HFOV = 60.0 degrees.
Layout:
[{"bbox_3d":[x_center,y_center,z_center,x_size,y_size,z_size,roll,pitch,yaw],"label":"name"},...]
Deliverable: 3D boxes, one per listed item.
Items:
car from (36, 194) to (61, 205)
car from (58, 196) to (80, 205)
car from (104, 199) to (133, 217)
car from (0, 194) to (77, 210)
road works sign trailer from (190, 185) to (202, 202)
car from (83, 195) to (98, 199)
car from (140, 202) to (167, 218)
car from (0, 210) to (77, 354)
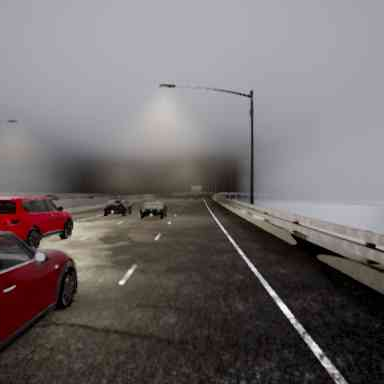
[{"bbox_3d":[-23.901,1.206,55.587,2.097,1.767,4.553,0,0,2],"label":"car"},{"bbox_3d":[-20.408,1.417,55.500,1.994,1.385,4.181,0,0,2],"label":"car"},{"bbox_3d":[-6.685,1.426,30.498,1.837,1.490,4.892,0,0,1],"label":"car"},{"bbox_3d":[-6.844,1.188,13.753,2.150,2.045,5.566,0,0,0],"label":"car"},{"bbox_3d":[0.910,0.278,67.272,2.380,3.560,2.880,0,0,2],"label":"road works sign trailer"},{"bbox_3d":[-16.910,1.357,55.516,1.837,1.490,4.892,0,0,2],"label":"car"},{"bbox_3d":[-3.209,1.527,28.624,1.895,1.301,4.718,0,0,1],"label":"car"},{"bbox_3d":[-3.389,1.339,4.932,2.097,1.767,4.553,0,0,0],"label":"car"}]
